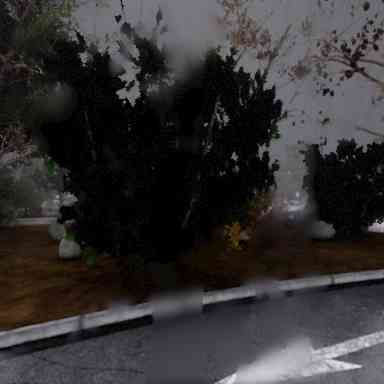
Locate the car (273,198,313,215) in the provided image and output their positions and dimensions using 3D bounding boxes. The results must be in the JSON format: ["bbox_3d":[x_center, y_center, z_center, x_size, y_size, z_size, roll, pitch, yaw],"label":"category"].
[{"bbox_3d":[12.155,1.693,39.854,4.553,1.767,2.185,0,-2,-36],"label":"car"}]

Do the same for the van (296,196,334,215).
[{"bbox_3d":[13.847,1.517,37.334,4.442,1.987,1.878,0,-1,-36],"label":"van"}]

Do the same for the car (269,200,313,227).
[{"bbox_3d":[8.246,1.604,24.292,4.892,1.521,2.231,0,-1,-36],"label":"car"}]
